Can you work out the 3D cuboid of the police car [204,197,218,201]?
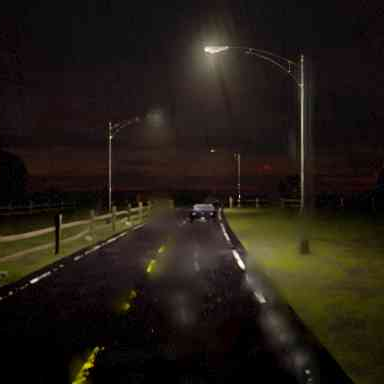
[{"bbox_3d":[2.782,1.509,48.612,1.930,1.638,5.238,0,0,6],"label":"police car"}]

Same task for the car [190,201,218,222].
[{"bbox_3d":[0.955,1.641,26.478,1.895,1.301,4.718,0,0,4],"label":"car"}]
